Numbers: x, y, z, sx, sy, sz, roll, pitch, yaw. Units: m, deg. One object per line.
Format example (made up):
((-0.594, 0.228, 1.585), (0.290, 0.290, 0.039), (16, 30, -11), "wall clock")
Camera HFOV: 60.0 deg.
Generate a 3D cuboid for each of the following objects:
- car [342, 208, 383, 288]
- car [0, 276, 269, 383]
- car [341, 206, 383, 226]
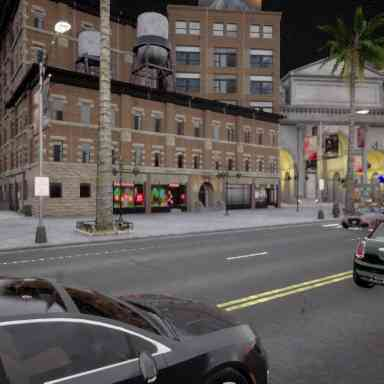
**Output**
((5.916, 1.352, 7.994), (4.553, 1.767, 2.097), (0, 0, -35), "car")
((-1.459, 1.505, 2.698), (4.892, 1.490, 1.837), (0, 0, -36), "car")
((10.992, 1.564, 20.282), (4.181, 1.385, 1.994), (0, 0, -34), "car")
